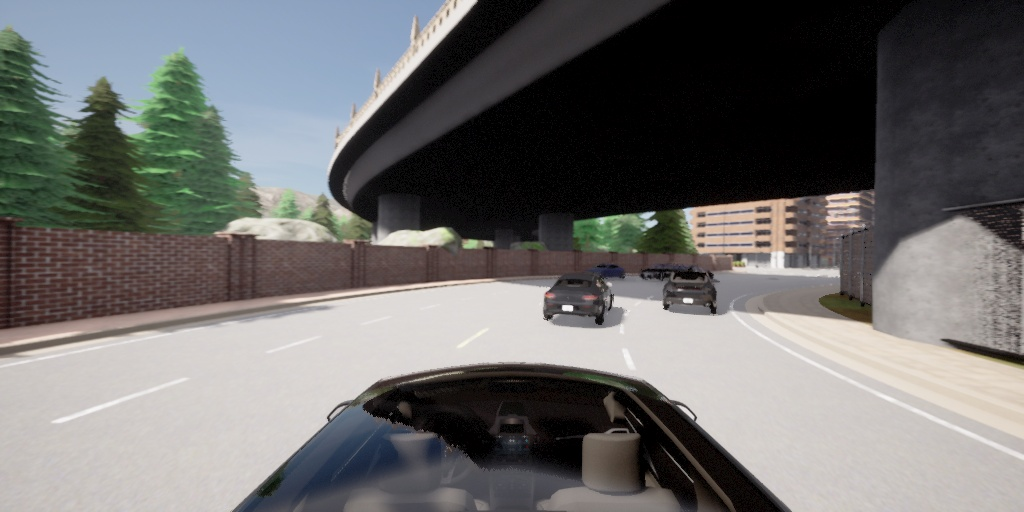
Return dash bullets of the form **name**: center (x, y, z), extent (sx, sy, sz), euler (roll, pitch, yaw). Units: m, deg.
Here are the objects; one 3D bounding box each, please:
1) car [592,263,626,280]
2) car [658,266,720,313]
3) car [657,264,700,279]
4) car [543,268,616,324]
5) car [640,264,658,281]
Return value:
- **car**: center (8.312, 1.367, 31.965), extent (4.674, 1.442, 1.812), euler (1, 0, -40)
- **car**: center (7.395, 1.357, 14.872), extent (1.837, 1.490, 4.892), euler (0, 0, 28)
- **car**: center (13.252, 1.422, 26.713), extent (4.902, 1.511, 2.128), euler (1, 0, -39)
- **car**: center (2.335, 1.294, 12.177), extent (1.812, 1.442, 4.674), euler (1, 0, 20)
- **car**: center (13.166, 1.414, 31.440), extent (4.902, 1.511, 2.128), euler (1, 0, -37)
